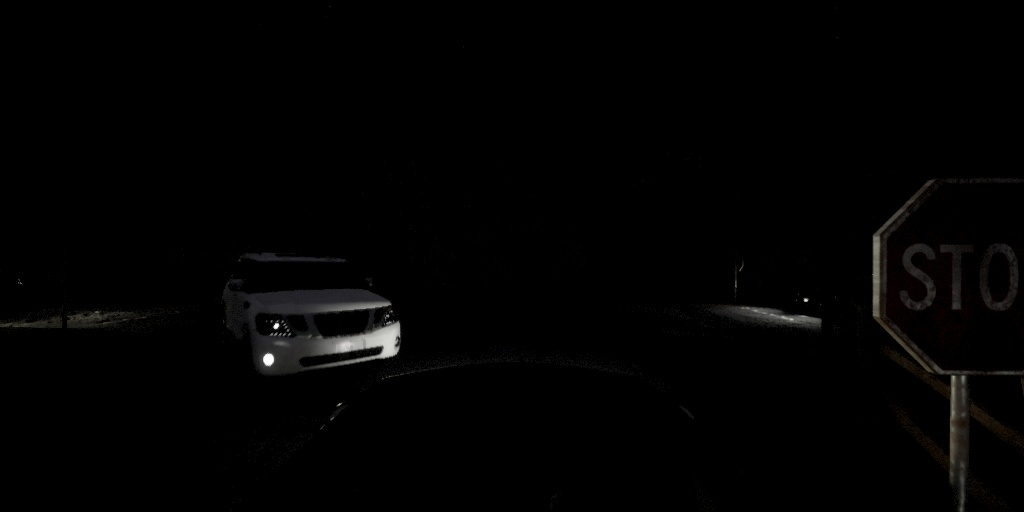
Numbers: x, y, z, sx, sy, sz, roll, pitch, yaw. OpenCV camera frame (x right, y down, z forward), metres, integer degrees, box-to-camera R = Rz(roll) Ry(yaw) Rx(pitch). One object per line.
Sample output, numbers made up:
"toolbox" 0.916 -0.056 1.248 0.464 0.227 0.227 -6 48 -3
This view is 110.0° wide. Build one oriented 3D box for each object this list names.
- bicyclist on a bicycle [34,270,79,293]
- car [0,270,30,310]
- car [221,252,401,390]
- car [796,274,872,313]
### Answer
"bicyclist on a bicycle" -22.042 0.930 17.388 0.582 1.620 1.656 1 0 2
"car" -18.965 0.757 11.304 5.566 2.045 2.150 1 0 2
"car" -4.350 0.961 7.324 2.150 2.045 5.566 2 -1 -43
"car" 13.261 1.416 13.126 4.892 1.490 1.837 1 0 2
